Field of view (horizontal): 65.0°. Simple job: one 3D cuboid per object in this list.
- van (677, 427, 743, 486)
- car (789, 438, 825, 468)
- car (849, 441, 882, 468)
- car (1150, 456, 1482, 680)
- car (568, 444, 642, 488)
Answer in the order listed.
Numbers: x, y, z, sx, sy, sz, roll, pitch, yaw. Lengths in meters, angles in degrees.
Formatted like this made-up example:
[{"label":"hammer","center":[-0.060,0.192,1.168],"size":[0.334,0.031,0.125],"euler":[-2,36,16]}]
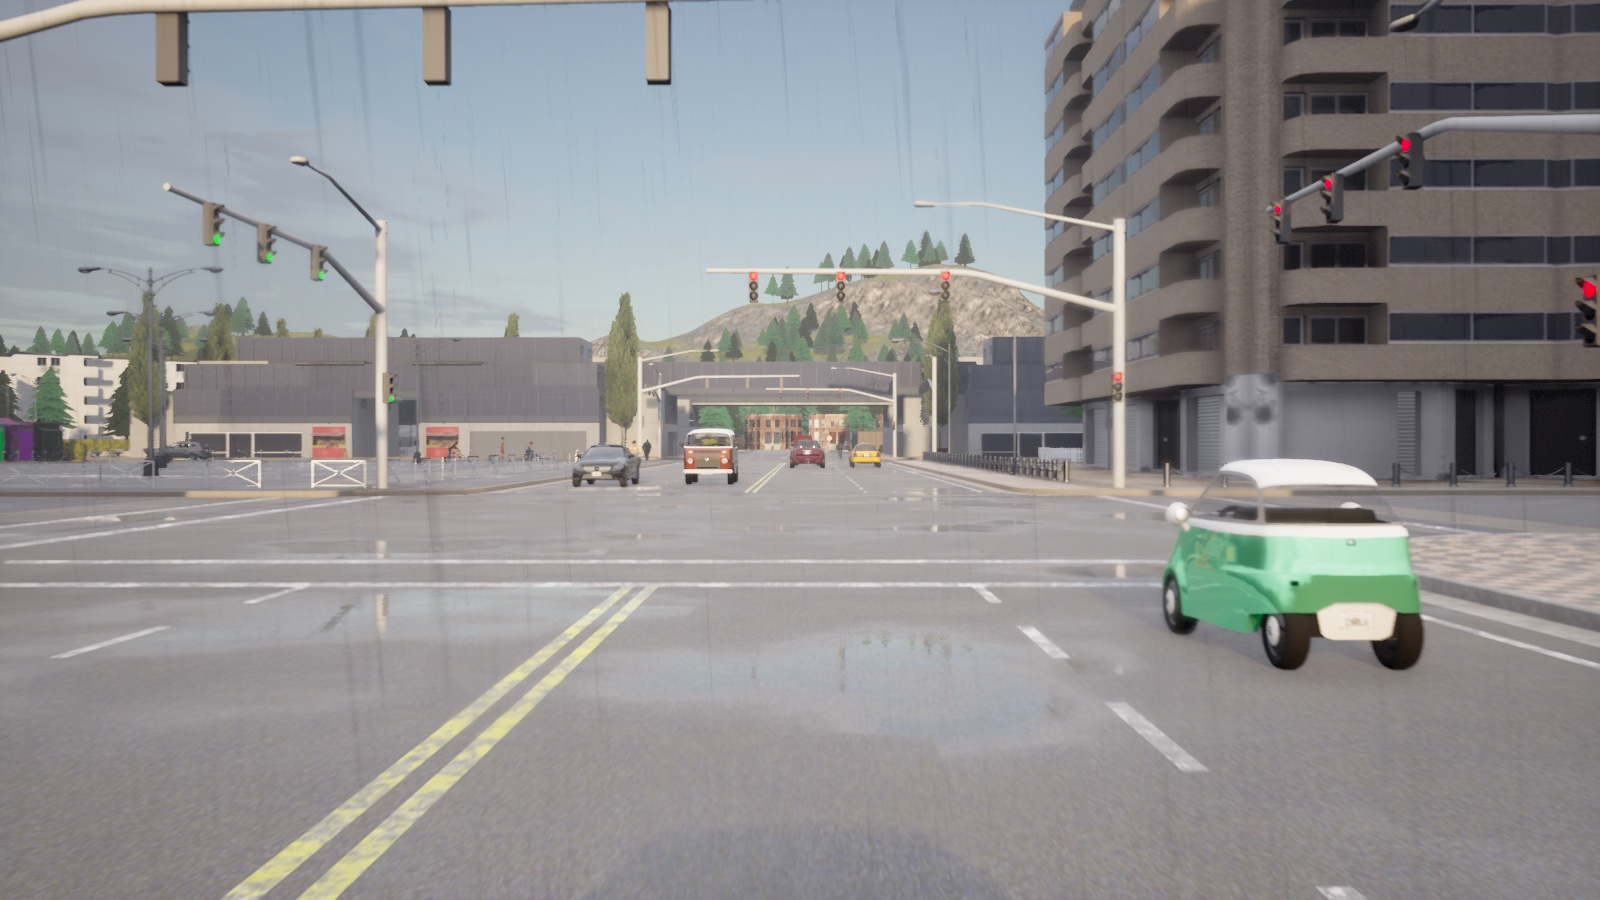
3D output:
[{"label":"van","center":[-3.224,0.209,45.846],"size":[2.069,2.038,4.480],"euler":[0,0,0]},{"label":"car","center":[0.444,0.180,75.537],"size":[2.097,1.767,4.553],"euler":[0,0,0]},{"label":"car","center":[3.950,0.257,76.601],"size":[1.801,1.575,5.366],"euler":[0,0,0]},{"label":"car","center":[3.567,0.753,9.037],"size":[1.481,1.376,2.207],"euler":[0,1,0]},{"label":"car","center":[-6.736,0.520,43.851],"size":[1.812,1.442,4.674],"euler":[0,0,0]}]
